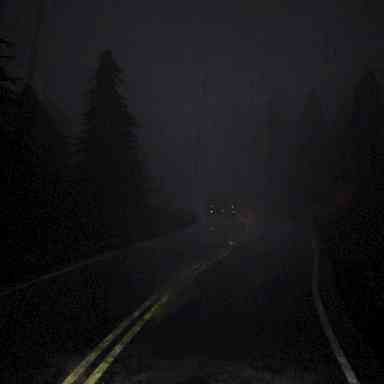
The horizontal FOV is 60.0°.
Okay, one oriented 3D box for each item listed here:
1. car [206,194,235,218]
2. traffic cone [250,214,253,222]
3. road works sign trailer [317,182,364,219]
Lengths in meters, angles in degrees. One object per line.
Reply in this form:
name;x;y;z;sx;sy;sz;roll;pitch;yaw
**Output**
car;2.457;1.193;29.849;2.150;2.045;5.566;1;0;-2
traffic cone;4.447;1.962;24.856;0.340;0.580;0.340;1;1;8
road works sign trailer;9.008;1.143;19.111;2.880;2.380;3.560;43;16;16
